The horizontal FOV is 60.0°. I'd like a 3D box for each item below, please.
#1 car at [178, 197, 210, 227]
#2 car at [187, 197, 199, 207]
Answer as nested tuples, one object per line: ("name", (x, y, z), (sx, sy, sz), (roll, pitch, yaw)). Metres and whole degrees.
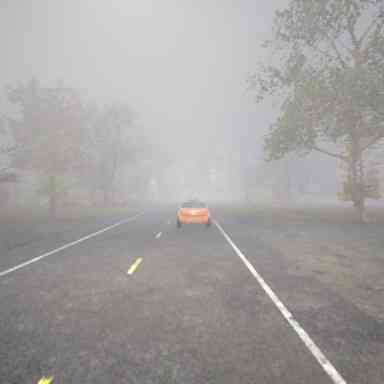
("car", (0.111, 1.379, 23.335), (2.097, 1.767, 4.553), (0, 0, 0))
("car", (0.118, 1.541, 53.438), (1.882, 1.535, 5.008), (0, 0, 0))
